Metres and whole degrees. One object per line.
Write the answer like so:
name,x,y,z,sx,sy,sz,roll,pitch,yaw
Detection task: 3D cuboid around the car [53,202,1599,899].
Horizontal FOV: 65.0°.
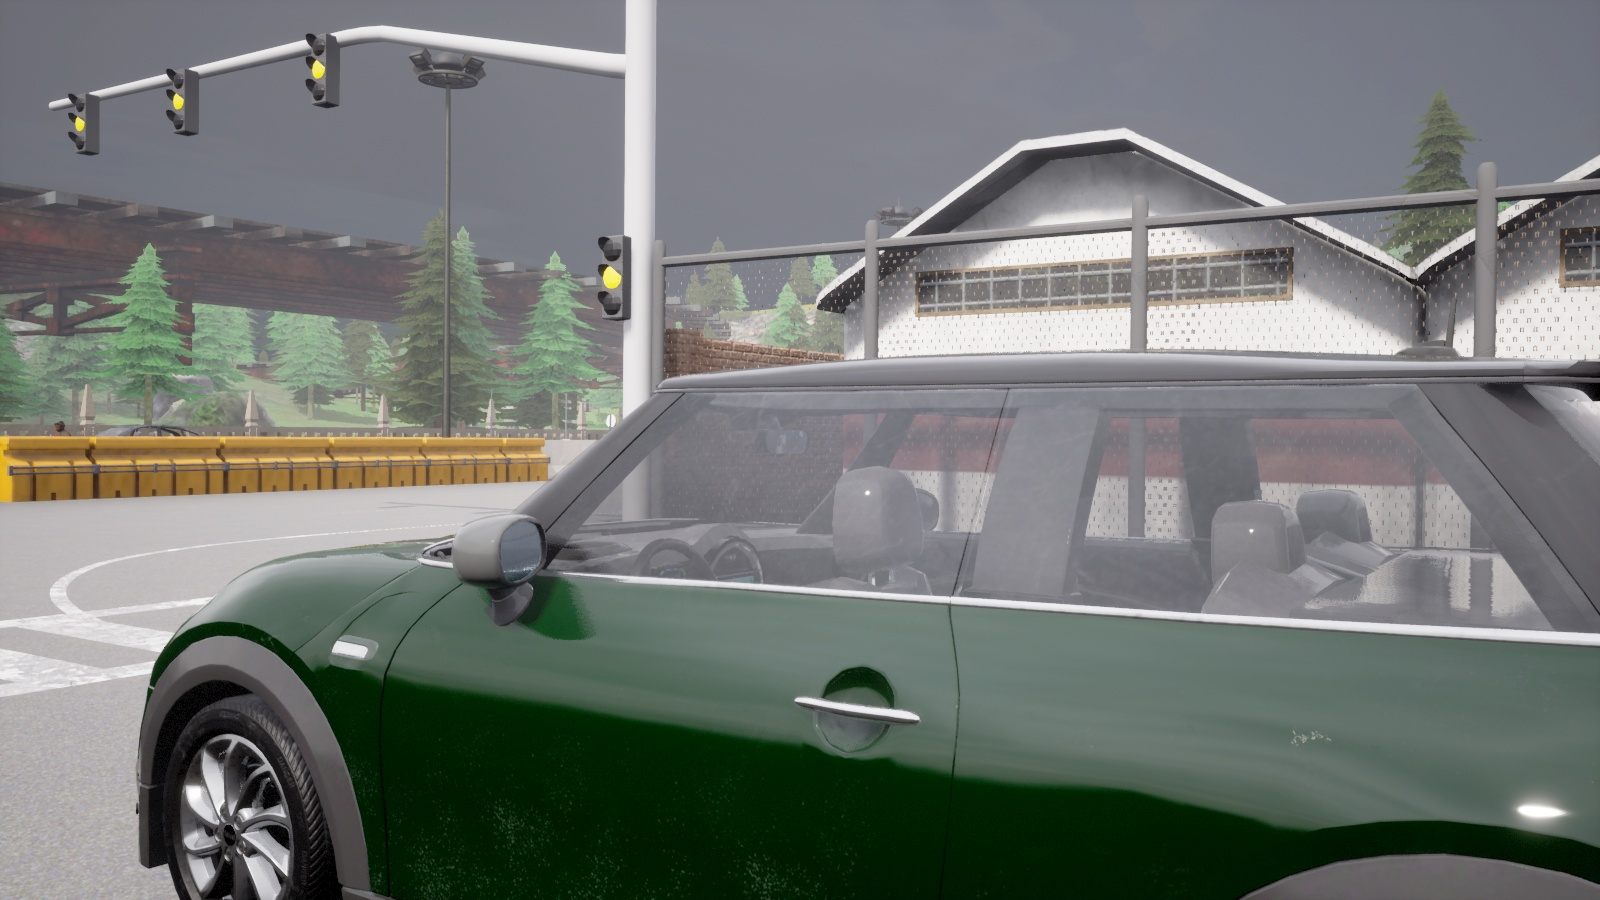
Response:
car,0.186,0.540,3.498,4.553,1.767,2.097,0,1,33

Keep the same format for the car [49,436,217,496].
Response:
car,-18.487,0.400,34.944,1.789,1.549,3.705,0,1,32
